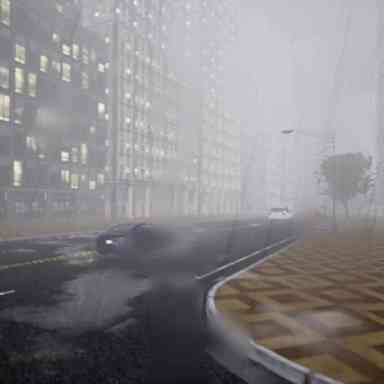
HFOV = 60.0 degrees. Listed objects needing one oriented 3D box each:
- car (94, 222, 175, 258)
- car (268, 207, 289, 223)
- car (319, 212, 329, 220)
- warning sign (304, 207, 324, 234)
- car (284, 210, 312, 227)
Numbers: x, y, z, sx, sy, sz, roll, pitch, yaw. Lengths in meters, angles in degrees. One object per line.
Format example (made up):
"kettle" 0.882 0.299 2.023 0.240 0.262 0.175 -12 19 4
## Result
"car" -2.470 2.071 15.262 1.994 1.385 4.181 -1 -3 27
"car" 11.313 2.922 42.373 2.150 2.045 5.566 -1 -3 27
"car" 21.426 3.891 54.901 1.895 1.301 4.718 -1 -3 27
"warning sign" 8.994 2.094 24.489 1.300 1.860 1.060 0 -1 27
"car" 11.869 3.012 36.189 2.033 1.411 5.357 -1 -3 27
